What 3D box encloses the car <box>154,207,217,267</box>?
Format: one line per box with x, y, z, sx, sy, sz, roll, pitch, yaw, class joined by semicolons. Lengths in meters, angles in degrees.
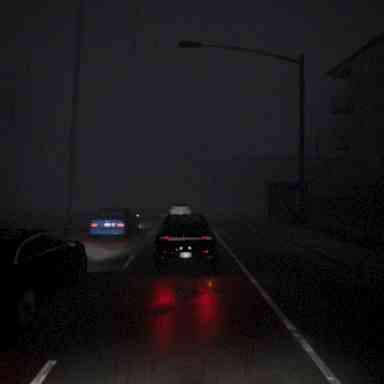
-0.239;1.482;11.394;2.128;1.511;4.902;0;0;-2;car

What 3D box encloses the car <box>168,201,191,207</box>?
-1.024;1.510;28.272;1.812;1.442;4.674;0;0;-4;car

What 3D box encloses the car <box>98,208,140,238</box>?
-3.955;1.536;17.662;2.033;1.411;5.357;0;0;-2;car

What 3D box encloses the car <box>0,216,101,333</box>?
-3.600;1.489;6.731;2.128;1.511;4.902;0;0;-1;car
